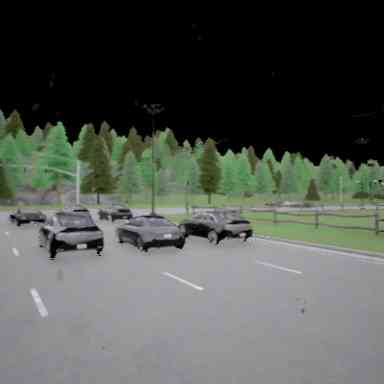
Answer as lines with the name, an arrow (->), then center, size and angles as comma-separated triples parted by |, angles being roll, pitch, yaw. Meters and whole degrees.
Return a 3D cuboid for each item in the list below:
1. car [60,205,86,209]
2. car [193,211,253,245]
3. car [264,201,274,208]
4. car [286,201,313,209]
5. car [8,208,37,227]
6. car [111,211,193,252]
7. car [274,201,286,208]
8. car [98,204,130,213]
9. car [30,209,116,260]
car -> -10.054, 1.804, 27.739 | 2.128, 1.511, 4.902 | 1, -1, -37
car -> 1.013, 1.730, 16.948 | 2.128, 1.511, 4.902 | 1, -1, -31
car -> 18.035, 2.615, 71.586 | 5.357, 1.411, 2.033 | 1, -1, -31
car -> 21.623, 2.558, 65.576 | 5.357, 1.411, 2.033 | 1, -1, -31
car -> -12.693, 1.866, 25.412 | 1.895, 1.301, 4.718 | 1, -1, -37
car -> -2.010, 1.760, 15.185 | 1.994, 1.385, 4.181 | 1, -1, -31
car -> 19.824, 2.570, 68.578 | 4.674, 1.442, 1.812 | 1, -1, -31
car -> -6.987, 1.863, 29.654 | 1.837, 1.490, 4.892 | 1, -1, -35
car -> -4.961, 1.643, 13.301 | 2.128, 1.511, 4.902 | 1, -1, -31
